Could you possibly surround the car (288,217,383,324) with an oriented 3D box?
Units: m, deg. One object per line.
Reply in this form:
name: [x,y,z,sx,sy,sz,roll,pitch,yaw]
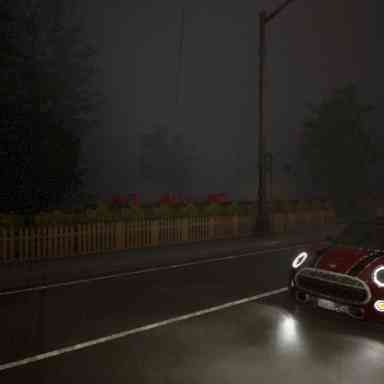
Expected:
car: [4.119,1.353,7.099,4.553,1.767,2.097,0,0,-37]
